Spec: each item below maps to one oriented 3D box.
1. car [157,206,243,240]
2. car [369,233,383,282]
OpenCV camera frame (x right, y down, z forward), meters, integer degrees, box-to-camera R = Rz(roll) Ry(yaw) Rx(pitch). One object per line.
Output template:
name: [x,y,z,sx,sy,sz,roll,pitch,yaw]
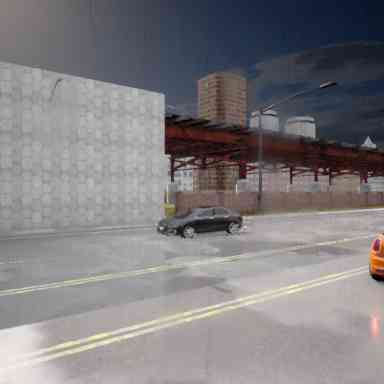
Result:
car: [0.513,1.505,17.281,4.892,1.490,1.837,0,0,-36]
car: [6.582,1.352,8.473,4.553,1.767,2.097,0,0,-34]
